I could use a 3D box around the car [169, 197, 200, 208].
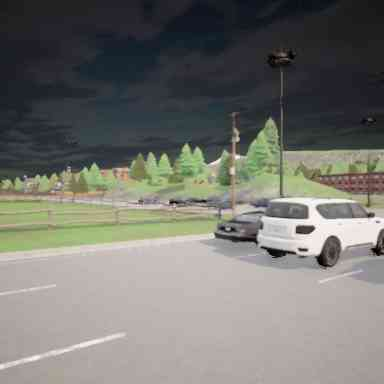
[{"bbox_3d":[-1.437,1.464,49.340,1.882,1.535,5.008,0,0,-36],"label":"car"}]

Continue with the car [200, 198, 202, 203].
[{"bbox_3d":[0.953,1.582,64.027,1.895,1.301,4.718,0,0,-36],"label":"car"}]

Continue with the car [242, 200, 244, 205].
[{"bbox_3d":[6.812,1.544,55.891,1.994,1.385,4.181,0,0,-36],"label":"car"}]

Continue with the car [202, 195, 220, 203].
[{"bbox_3d":[4.318,1.334,53.348,2.097,1.767,4.553,0,0,-36],"label":"car"}]

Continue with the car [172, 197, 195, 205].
[{"bbox_3d":[-1.640,1.583,61.616,1.895,1.301,4.718,0,0,-36],"label":"car"}]

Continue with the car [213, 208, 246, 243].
[{"bbox_3d":[3.457,1.541,14.917,5.357,1.411,2.033,0,0,-37],"label":"car"}]

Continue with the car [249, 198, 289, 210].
[{"bbox_3d":[10.335,1.530,45.085,2.033,1.411,5.357,0,0,-36],"label":"car"}]

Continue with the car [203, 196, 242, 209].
[{"bbox_3d":[3.816,1.550,42.140,1.994,1.385,4.181,0,0,-36],"label":"car"}]

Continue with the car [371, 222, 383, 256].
[{"bbox_3d":[7.244,1.542,9.012,5.357,1.411,2.033,0,0,-37],"label":"car"}]

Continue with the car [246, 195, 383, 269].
[{"bbox_3d":[4.689,1.217,11.475,5.566,2.045,2.150,0,0,-36],"label":"car"}]

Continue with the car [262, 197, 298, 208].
[{"bbox_3d":[12.608,1.485,47.913,1.837,1.490,4.892,0,0,-36],"label":"car"}]

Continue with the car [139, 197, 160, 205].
[{"bbox_3d":[-7.332,1.587,57.463,1.895,1.301,4.718,0,0,-36],"label":"car"}]
